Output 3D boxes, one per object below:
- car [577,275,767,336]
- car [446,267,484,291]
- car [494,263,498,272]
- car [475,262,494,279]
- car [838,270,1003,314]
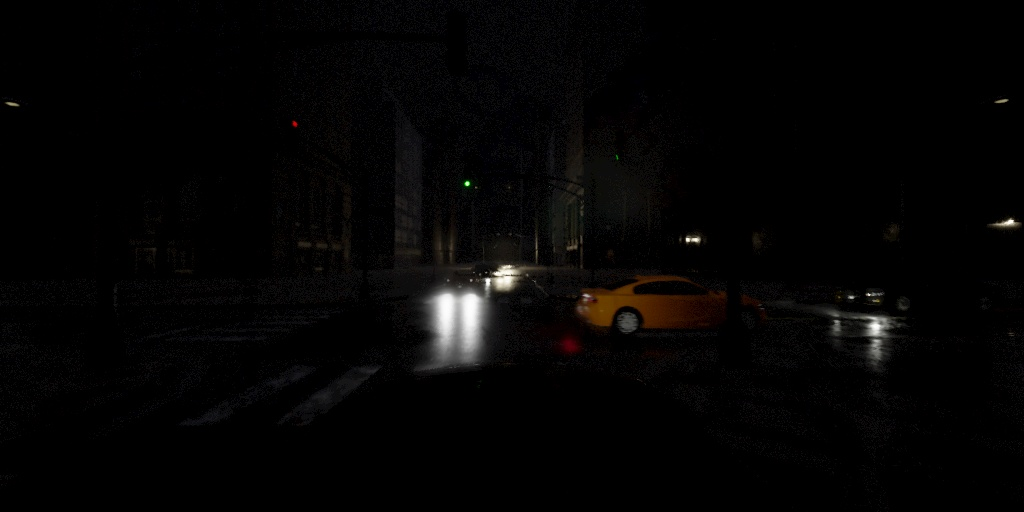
[{"bbox_3d":[4.396,1.297,10.159,5.008,1.535,1.882,0,-1,0],"label":"car"},{"bbox_3d":[-3.197,1.590,24.089,1.895,1.301,4.718,0,-1,0],"label":"car"},{"bbox_3d":[-3.254,1.823,58.932,1.882,1.535,5.008,0,-1,0],"label":"car"},{"bbox_3d":[-3.251,1.652,39.057,1.837,1.490,4.892,0,-1,0],"label":"car"},{"bbox_3d":[15.024,1.269,13.347,4.892,1.490,1.837,-1,0,0],"label":"car"}]
